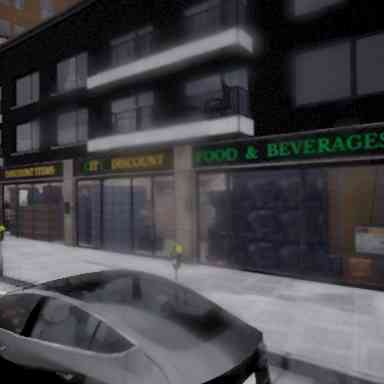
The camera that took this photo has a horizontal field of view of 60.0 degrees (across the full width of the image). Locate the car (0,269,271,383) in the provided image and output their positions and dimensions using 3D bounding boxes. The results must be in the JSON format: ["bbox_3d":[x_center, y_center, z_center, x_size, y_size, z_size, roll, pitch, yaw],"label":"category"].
[{"bbox_3d":[-1.276,1.581,3.765,4.313,1.339,1.947,0,-1,36],"label":"car"}]
